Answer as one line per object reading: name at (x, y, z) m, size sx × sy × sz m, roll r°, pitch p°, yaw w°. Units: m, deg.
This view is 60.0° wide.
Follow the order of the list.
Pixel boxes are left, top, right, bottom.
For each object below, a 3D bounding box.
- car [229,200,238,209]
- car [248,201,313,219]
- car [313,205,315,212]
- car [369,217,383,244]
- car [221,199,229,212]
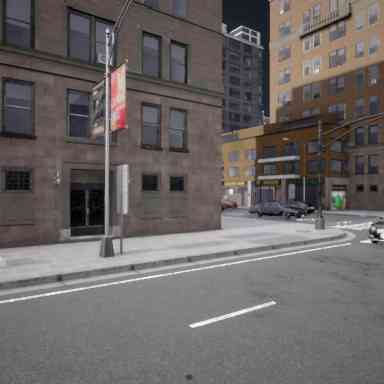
car at (4.168, 1.593, 43.286) m, size 1.802 × 1.307 × 4.206 m, roll 0°, pitch 0°, yaw -35°
car at (7.413, 1.540, 29.157) m, size 2.033 × 1.411 × 5.357 m, roll 0°, pitch 0°, yaw -37°
car at (10.530, 1.580, 34.284) m, size 1.947 × 1.339 × 4.313 m, roll 0°, pitch 0°, yaw -35°
car at (9.640, 1.487, 14.568) m, size 4.902 × 1.511 × 2.128 m, roll 0°, pitch 0°, yaw -36°
car at (1.631, 1.591, 37.366) m, size 1.895 × 1.301 × 4.718 m, roll 0°, pitch 0°, yaw -35°
